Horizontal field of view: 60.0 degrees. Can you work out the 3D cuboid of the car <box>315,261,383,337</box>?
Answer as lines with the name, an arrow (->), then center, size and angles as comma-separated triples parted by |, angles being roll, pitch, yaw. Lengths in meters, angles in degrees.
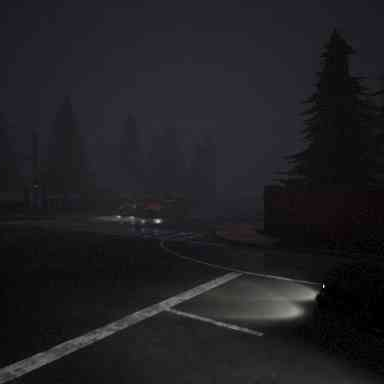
car -> 4.753, 1.547, 4.874 | 5.357, 1.411, 2.033 | 0, 0, 36

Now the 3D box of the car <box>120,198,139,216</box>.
car -> -4.956, 1.360, 32.854 | 2.097, 1.767, 4.553 | 0, 0, 35

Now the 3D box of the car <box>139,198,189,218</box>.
car -> -2.224, 1.484, 30.659 | 1.882, 1.535, 5.008 | 0, 0, 35
